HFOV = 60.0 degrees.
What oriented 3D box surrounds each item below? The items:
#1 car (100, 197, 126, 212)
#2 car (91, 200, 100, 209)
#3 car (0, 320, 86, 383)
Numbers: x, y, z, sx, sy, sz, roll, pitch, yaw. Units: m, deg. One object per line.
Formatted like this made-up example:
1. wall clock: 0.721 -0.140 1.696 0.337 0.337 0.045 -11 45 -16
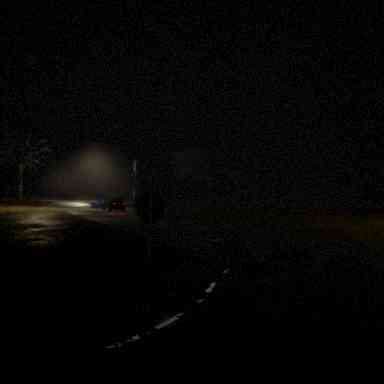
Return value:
1. car: -11.320 1.776 48.346 2.150 2.045 5.566 2 -1 -28
2. car: -16.215 2.111 57.507 1.812 1.442 4.674 2 -1 -28
3. car: -3.046 1.562 1.606 4.892 1.490 1.837 0 -1 -28
